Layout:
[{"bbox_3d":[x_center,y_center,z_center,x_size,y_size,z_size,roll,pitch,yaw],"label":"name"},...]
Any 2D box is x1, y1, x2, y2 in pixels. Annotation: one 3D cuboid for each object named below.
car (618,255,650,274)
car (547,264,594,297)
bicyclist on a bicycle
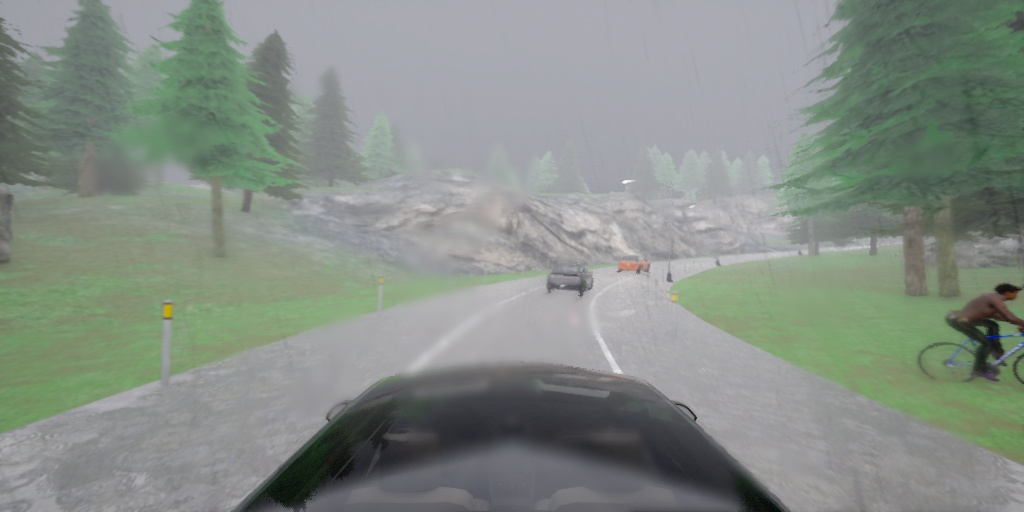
[{"bbox_3d":[12.344,0.739,36.026,2.097,1.767,4.553,2,2,36],"label":"car"},{"bbox_3d":[3.166,1.184,18.984,2.128,1.511,4.902,1,1,19],"label":"car"},{"bbox_3d":[7.381,1.240,5.483,1.656,1.620,0.582,-4,-1,35],"label":"bicyclist on a bicycle"}]
